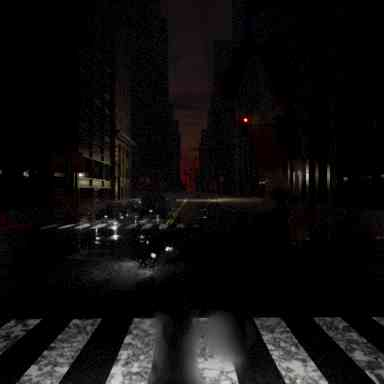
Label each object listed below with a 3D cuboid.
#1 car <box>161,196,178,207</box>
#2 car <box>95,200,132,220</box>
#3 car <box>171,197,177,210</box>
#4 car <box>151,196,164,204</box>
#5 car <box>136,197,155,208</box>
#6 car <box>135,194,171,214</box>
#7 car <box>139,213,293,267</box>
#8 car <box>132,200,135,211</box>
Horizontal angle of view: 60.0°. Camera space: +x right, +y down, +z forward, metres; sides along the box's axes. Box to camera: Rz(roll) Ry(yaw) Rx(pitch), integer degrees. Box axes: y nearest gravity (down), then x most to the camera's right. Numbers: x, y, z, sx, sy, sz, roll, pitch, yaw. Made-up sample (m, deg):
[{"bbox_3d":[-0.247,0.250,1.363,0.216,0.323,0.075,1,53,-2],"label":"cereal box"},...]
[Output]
[{"bbox_3d":[-3.358,1.450,50.499,2.128,1.511,4.902,0,0,0],"label":"car"},{"bbox_3d":[-6.632,1.584,27.936,1.895,1.301,4.718,0,0,1],"label":"car"},{"bbox_3d":[-3.367,1.463,40.077,2.128,1.511,4.902,0,0,0],"label":"car"},{"bbox_3d":[-6.532,1.493,63.800,2.033,1.411,5.357,0,0,0],"label":"car"},{"bbox_3d":[-6.615,1.455,47.866,2.128,1.511,4.902,0,0,0],"label":"car"},{"bbox_3d":[-3.364,1.203,29.983,2.150,2.045,5.566,0,0,0],"label":"car"},{"bbox_3d":[1.082,1.501,11.439,5.357,1.411,2.033,-1,0,-32],"label":"car"},{"bbox_3d":[-6.618,1.575,37.052,1.895,1.301,4.718,0,0,0],"label":"car"}]
